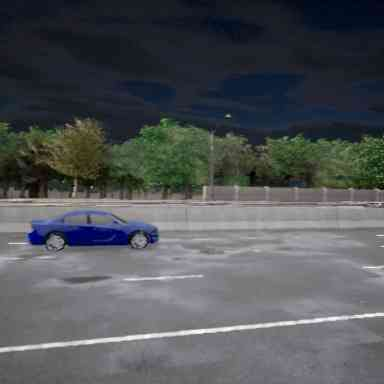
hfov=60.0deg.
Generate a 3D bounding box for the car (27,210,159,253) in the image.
[{"bbox_3d":[-3.835,1.481,13.409,5.008,1.535,1.882,1,0,-14],"label":"car"}]

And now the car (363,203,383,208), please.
[{"bbox_3d":[18.776,1.929,33.766,4.892,1.490,1.837,1,0,-14],"label":"car"}]
